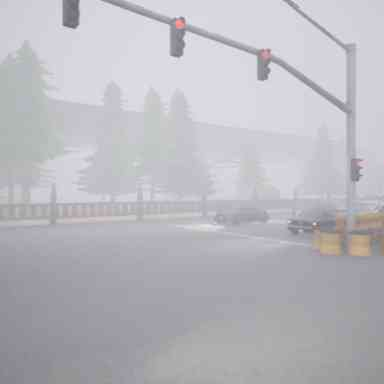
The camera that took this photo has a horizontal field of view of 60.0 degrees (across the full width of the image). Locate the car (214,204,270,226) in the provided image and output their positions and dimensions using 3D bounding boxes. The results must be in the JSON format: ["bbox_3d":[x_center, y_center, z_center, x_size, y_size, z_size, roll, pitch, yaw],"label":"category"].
[{"bbox_3d":[3.582,1.576,23.739,4.181,1.385,1.994,0,0,-35],"label":"car"}]

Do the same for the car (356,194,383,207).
[{"bbox_3d":[19.342,1.247,34.957,5.566,2.045,2.150,0,0,-35],"label":"car"}]

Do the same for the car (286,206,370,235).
[{"bbox_3d":[7.169,1.612,17.702,4.718,1.301,1.895,0,0,-35],"label":"car"}]

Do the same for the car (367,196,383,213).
[{"bbox_3d":[14.392,1.370,22.850,4.553,1.767,2.097,0,0,-35],"label":"car"}]

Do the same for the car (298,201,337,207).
[{"bbox_3d":[10.677,1.510,28.797,4.902,1.511,2.128,0,0,-36],"label":"car"}]
